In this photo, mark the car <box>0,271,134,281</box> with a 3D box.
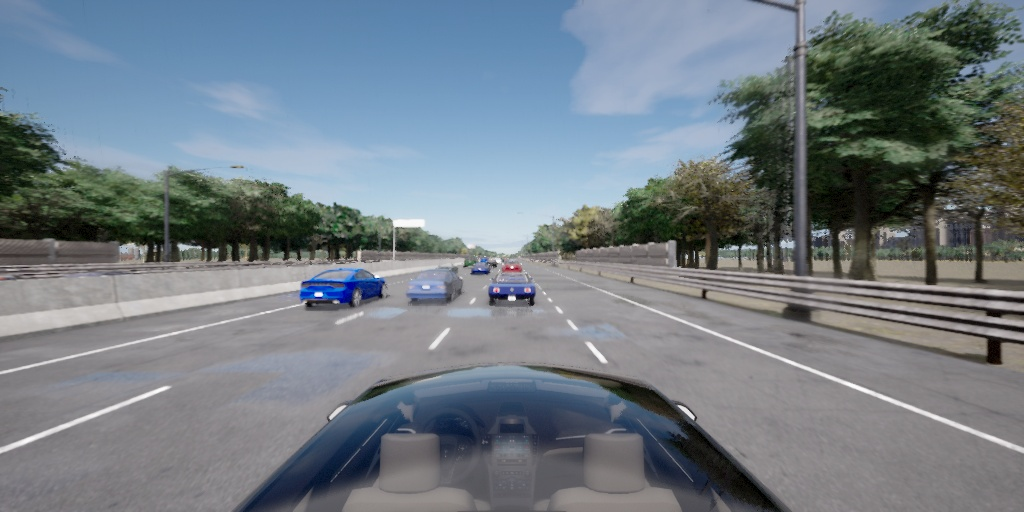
[{"bbox_3d":[-17.592,1.330,15.080,1.994,1.385,4.181,0,0,0],"label":"car"}]

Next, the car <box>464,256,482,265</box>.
[{"bbox_3d":[-7.000,1.063,62.235,2.150,2.045,5.566,0,0,0],"label":"car"}]

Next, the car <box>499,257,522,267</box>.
[{"bbox_3d":[0.001,1.150,37.425,2.097,1.767,4.553,0,0,0],"label":"car"}]

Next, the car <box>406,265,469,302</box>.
[{"bbox_3d":[-3.501,1.316,17.108,2.033,1.411,5.357,0,0,0],"label":"car"}]

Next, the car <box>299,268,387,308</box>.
[{"bbox_3d":[-6.999,1.245,15.452,1.882,1.535,5.008,0,0,0],"label":"car"}]

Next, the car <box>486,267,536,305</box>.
[{"bbox_3d":[0.001,1.369,16.255,1.895,1.301,4.718,0,0,0],"label":"car"}]

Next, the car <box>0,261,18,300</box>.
[{"bbox_3d":[-24.593,1.117,14.820,2.097,1.767,4.553,0,0,0],"label":"car"}]

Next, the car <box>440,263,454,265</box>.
[{"bbox_3d":[-7.001,1.402,39.241,1.895,1.301,4.718,0,0,0],"label":"car"}]

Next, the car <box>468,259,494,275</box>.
[{"bbox_3d":[-3.500,1.368,40.898,1.994,1.385,4.181,0,0,0],"label":"car"}]

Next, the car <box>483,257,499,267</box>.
[{"bbox_3d":[-3.499,1.320,62.156,1.882,1.535,5.008,0,0,0],"label":"car"}]
